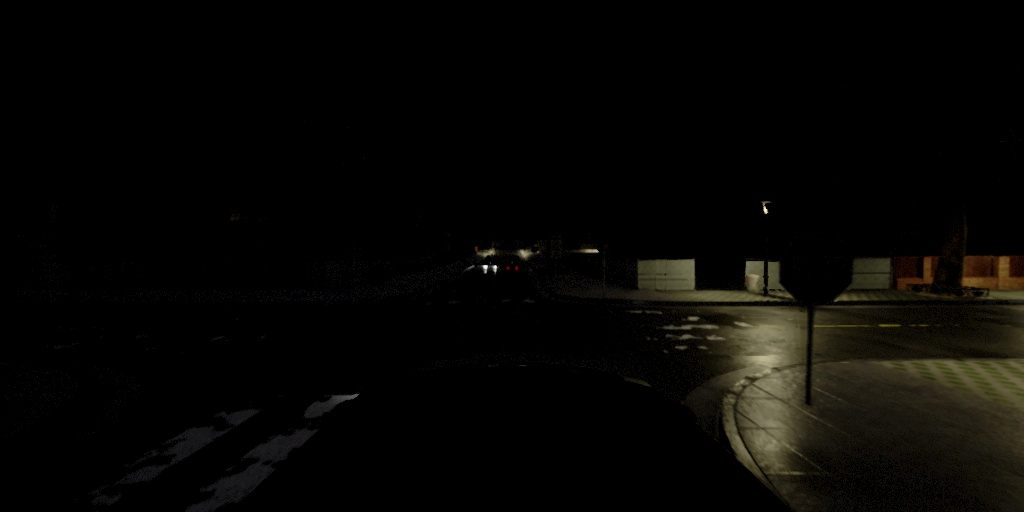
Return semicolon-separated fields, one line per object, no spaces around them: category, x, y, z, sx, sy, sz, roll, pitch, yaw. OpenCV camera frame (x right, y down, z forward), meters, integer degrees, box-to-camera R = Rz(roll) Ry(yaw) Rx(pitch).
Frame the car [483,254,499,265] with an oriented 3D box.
car;-2.717;0.461;47.670;2.033;1.411;5.357;0;2;0

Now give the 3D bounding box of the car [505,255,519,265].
car;0.039;0.493;48.394;1.895;1.301;4.718;0;2;0
